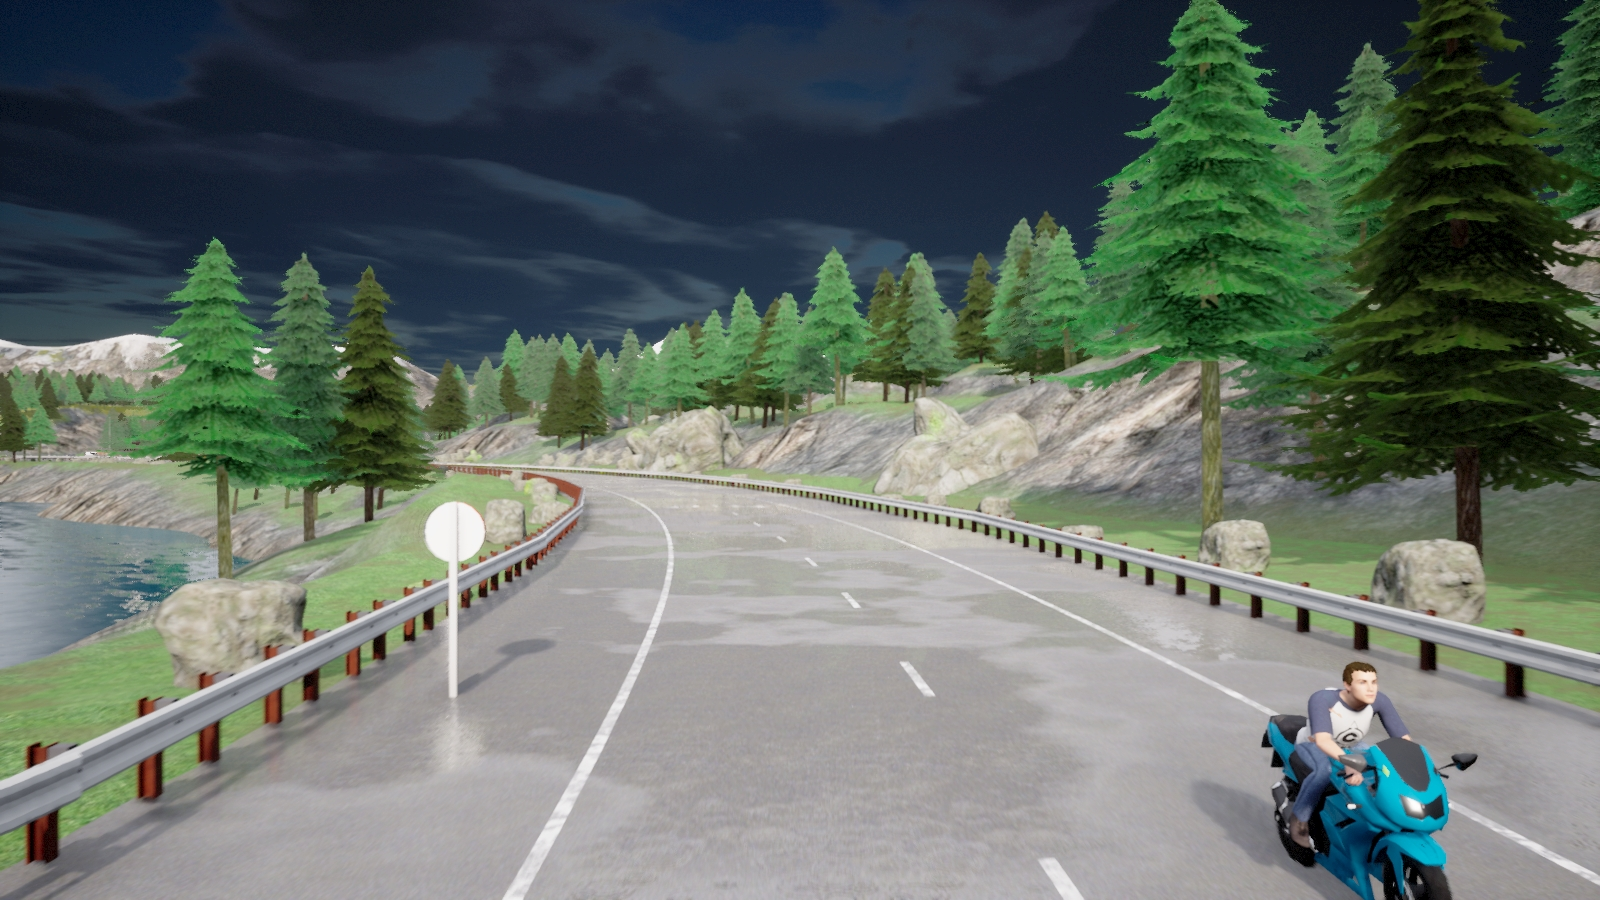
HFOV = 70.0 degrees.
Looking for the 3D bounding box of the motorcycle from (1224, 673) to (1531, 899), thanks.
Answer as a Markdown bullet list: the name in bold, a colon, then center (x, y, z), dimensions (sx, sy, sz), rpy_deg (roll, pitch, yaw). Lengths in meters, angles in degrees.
- **motorcycle**: center (3.398, 2.177, 6.991), dimensions (0.803, 1.217, 2.033), rpy_deg (0, 0, -2)
